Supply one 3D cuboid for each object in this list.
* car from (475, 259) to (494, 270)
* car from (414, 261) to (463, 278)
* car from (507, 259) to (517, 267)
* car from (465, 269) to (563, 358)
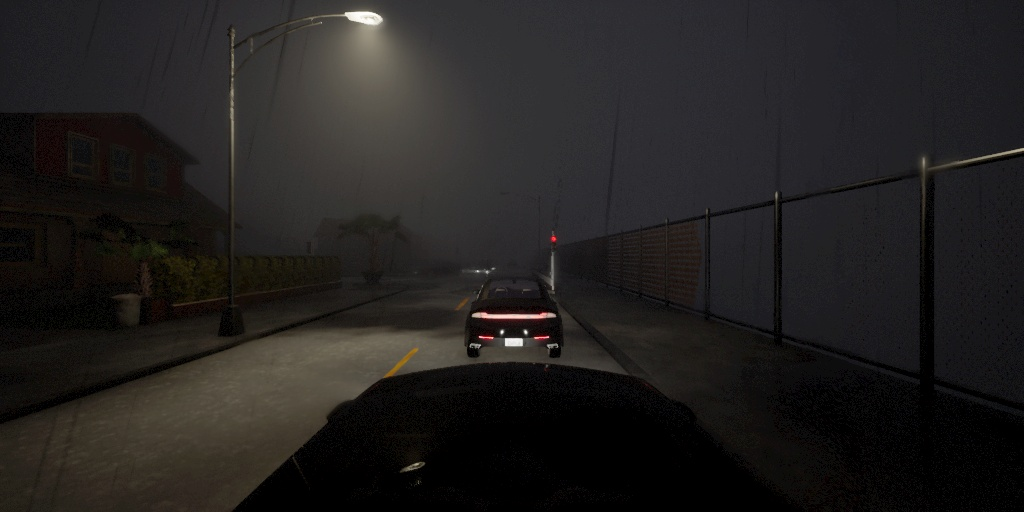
[{"bbox_3d":[-4.113,1.314,51.271,1.994,1.385,4.181,0,0,0],"label":"car"},{"bbox_3d":[-6.849,1.241,33.721,2.128,1.511,4.902,1,1,44],"label":"car"},{"bbox_3d":[0.075,1.297,65.301,2.033,1.411,5.357,0,0,0],"label":"car"},{"bbox_3d":[0.052,1.242,8.472,2.128,1.511,4.902,0,0,0],"label":"car"}]
